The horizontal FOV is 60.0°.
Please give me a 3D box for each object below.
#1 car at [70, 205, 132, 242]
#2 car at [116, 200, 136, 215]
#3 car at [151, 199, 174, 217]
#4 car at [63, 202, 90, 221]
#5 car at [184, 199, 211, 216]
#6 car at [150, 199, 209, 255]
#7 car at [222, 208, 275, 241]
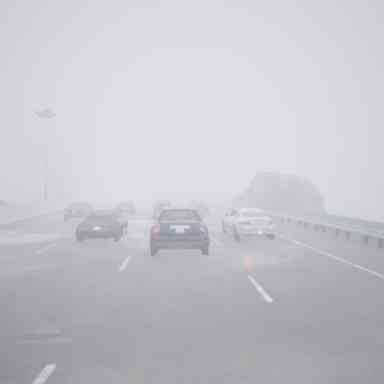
[{"bbox_3d":[-4.321,1.548,16.453,1.994,1.385,4.181,0,0,-5],"label":"car"},{"bbox_3d":[-6.639,1.528,33.177,1.994,1.385,4.181,0,0,-10],"label":"car"},{"bbox_3d":[-2.944,1.464,32.411,1.837,1.490,4.892,0,0,-10],"label":"car"},{"bbox_3d":[-9.129,1.525,27.160,2.033,1.411,5.357,0,0,-9],"label":"car"},{"bbox_3d":[0.443,1.478,33.331,1.812,1.442,4.674,0,0,-10],"label":"car"},{"bbox_3d":[-0.556,1.334,13.459,2.097,1.767,4.553,0,0,-4],"label":"car"},{"bbox_3d":[2.707,1.498,16.543,1.812,1.442,4.674,0,0,-5],"label":"car"}]
